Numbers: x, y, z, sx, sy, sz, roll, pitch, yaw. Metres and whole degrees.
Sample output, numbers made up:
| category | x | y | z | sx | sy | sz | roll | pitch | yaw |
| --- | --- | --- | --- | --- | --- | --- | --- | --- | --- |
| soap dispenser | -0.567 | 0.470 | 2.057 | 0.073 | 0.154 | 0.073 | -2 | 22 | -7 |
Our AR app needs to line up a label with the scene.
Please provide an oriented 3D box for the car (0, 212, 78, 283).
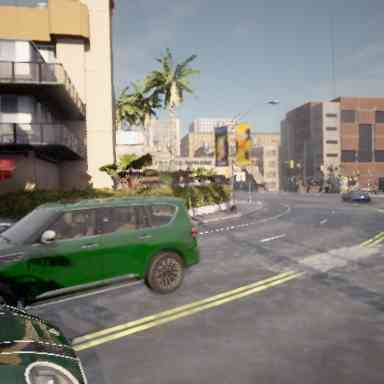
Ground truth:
| category | x | y | z | sx | sy | sz | roll | pitch | yaw |
| --- | --- | --- | --- | --- | --- | --- | --- | --- | --- |
| car | -5.806 | 1.496 | 8.654 | 4.902 | 1.511 | 2.128 | -2 | 1 | -38 |

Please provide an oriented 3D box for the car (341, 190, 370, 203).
| category | x | y | z | sx | sy | sz | roll | pitch | yaw |
| --- | --- | --- | --- | --- | --- | --- | --- | --- | --- |
| car | 18.939 | 0.496 | 38.632 | 1.994 | 1.385 | 4.181 | -1 | 1 | 5 |

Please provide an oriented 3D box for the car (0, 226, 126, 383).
| category | x | y | z | sx | sy | sz | roll | pitch | yaw |
| --- | --- | --- | --- | --- | --- | --- | --- | --- | --- |
| car | -2.943 | 1.395 | 1.897 | 4.553 | 1.767 | 2.097 | -2 | 1 | -35 |

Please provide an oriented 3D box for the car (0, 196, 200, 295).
| category | x | y | z | sx | sy | sz | roll | pitch | yaw |
| --- | --- | --- | --- | --- | --- | --- | --- | --- | --- |
| car | -2.369 | 1.172 | 6.827 | 5.566 | 2.045 | 2.150 | -2 | 1 | -38 |
